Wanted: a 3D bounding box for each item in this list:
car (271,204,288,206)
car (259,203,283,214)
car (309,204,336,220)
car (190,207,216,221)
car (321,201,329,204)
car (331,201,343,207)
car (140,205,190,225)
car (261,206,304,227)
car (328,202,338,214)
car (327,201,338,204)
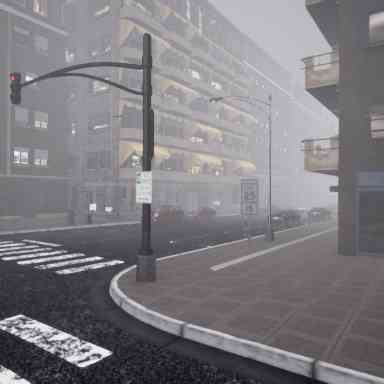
[{"bbox_3d":[10.636,2.271,36.189,1.895,1.301,4.718,0,-1,35],"label":"car"},{"bbox_3d":[10.556,2.326,46.188,1.887,1.381,4.507,-1,-1,35],"label":"car"},{"bbox_3d":[14.147,2.295,36.784,1.947,1.339,4.313,-1,-2,35],"label":"car"},{"bbox_3d":[0.844,2.063,32.207,1.802,1.307,4.206,-1,-1,35],"label":"car"},{"bbox_3d":[29.948,2.821,74.175,1.967,1.590,4.097,-1,-1,35],"label":"car"},{"bbox_3d":[36.430,3.021,83.491,1.967,1.590,4.097,-1,-1,35],"label":"car"},{"bbox_3d":[-2.393,1.820,27.551,1.967,1.590,4.097,-1,-1,35],"label":"car"},{"bbox_3d":[7.671,2.095,27.463,1.947,1.339,4.313,-1,-2,35],"label":"car"},{"bbox_3d":[20.719,2.458,46.245,1.752,1.417,4.829,-1,-2,35],"label":"car"},{"bbox_3d":[24.809,2.709,56.591,1.895,1.301,4.718,0,-1,35],"label":"car"}]
